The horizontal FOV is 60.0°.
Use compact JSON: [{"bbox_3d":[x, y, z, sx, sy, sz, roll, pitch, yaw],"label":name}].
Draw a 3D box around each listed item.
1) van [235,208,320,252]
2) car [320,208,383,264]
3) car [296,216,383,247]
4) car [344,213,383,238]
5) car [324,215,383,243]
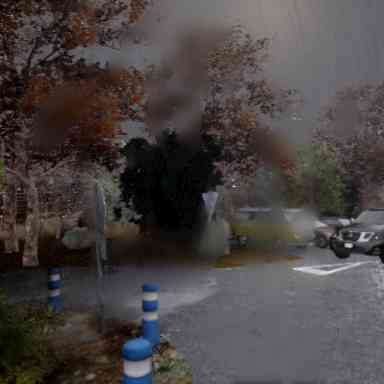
[{"bbox_3d":[4.153,1.819,16.803,1.878,1.987,4.442,1,-2,-32],"label":"van"},{"bbox_3d":[8.046,1.655,13.537,5.566,2.045,2.150,2,-3,-31],"label":"car"},{"bbox_3d":[8.738,2.219,19.752,2.002,1.452,4.674,2,-3,-31],"label":"car"},{"bbox_3d":[13.506,2.295,22.888,1.946,1.575,5.366,1,-3,-31],"label":"car"},{"bbox_3d":[11.207,2.272,21.295,2.163,1.488,4.792,1,-3,-31],"label":"car"}]
